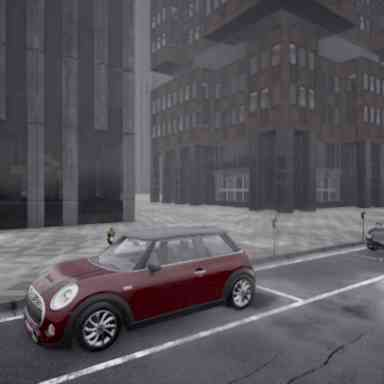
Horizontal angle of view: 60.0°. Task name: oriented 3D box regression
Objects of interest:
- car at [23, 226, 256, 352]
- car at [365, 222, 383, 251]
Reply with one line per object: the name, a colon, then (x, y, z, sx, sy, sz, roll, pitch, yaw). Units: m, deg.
car: (-0.797, 1.425, 6.076, 4.097, 1.590, 1.967, 0, 0, -35)
car: (8.212, 1.475, 12.477, 4.403, 1.369, 2.008, 0, 0, -35)
